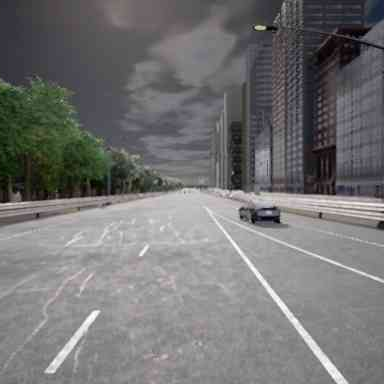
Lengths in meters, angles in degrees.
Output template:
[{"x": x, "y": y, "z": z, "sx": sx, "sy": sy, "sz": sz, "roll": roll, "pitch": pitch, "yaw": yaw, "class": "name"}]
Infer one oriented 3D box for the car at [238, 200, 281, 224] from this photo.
[{"x": 4.574, "y": 1.307, "z": 23.030, "sx": 2.163, "sy": 1.488, "sz": 4.792, "roll": 0, "pitch": 0, "yaw": -5, "class": "car"}]
